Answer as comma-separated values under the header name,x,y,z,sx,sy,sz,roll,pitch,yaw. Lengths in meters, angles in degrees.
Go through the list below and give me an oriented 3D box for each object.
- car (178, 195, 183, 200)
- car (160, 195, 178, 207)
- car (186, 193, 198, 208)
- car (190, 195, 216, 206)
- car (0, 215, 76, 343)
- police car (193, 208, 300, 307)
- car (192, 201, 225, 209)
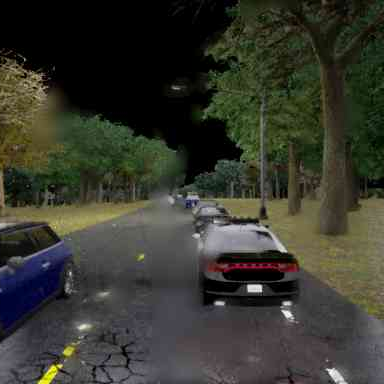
name,x,y,z,sx,sy,sz,roll,pitch,yaw
car,-3.335,1.440,89.164,1.812,1.442,4.674,0,0,0
car,-3.506,1.397,48.867,1.812,1.442,4.674,0,0,0
car,0.128,1.359,46.887,1.882,1.535,5.008,0,0,1
car,1.094,1.324,24.073,2.097,1.767,4.553,0,0,0
car,-3.590,1.353,5.379,2.097,1.767,4.553,0,0,0
police car,1.066,1.425,8.210,1.930,1.638,5.238,0,0,0
car,1.084,1.465,18.102,1.882,1.535,5.008,0,0,0
